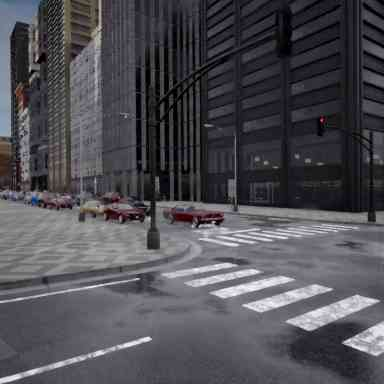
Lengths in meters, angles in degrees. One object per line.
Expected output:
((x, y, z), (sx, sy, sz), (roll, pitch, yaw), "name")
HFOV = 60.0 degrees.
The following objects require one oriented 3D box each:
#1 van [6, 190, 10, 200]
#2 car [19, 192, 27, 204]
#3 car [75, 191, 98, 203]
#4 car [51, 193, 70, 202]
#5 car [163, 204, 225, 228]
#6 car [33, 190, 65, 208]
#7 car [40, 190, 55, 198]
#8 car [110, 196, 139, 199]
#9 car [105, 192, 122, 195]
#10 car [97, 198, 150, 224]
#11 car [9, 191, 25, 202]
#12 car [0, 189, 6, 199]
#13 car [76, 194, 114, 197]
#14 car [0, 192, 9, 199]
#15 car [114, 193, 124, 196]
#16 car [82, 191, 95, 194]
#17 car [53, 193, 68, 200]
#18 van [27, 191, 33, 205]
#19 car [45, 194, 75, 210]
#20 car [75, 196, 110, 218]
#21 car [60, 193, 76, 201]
((-34.685, 0.748, 65.007), (1.690, 1.788, 3.998), (0, 1, -36), "van")
((-24.785, 1.126, 51.345), (2.008, 1.369, 4.403), (0, 1, -36), "car")
((-17.879, 0.794, 56.343), (2.192, 1.841, 5.009), (0, 1, -36), "car")
((-23.744, 0.936, 60.041), (2.128, 1.511, 4.902), (-1, 1, -36), "car")
((0.029, 1.479, 21.752), (1.895, 1.301, 4.718), (-1, 1, -35), "car")
((-18.183, 0.996, 42.234), (2.192, 1.841, 5.009), (0, 1, -36), "car")
((-34.380, 0.510, 79.114), (2.192, 1.841, 5.009), (0, 1, -36), "car")
((-5.247, 1.370, 29.079), (1.994, 1.385, 4.181), (-1, 1, -36), "car")
((-11.278, 0.899, 47.234), (2.192, 1.841, 5.009), (0, 1, -36), "car")
((-4.982, 1.416, 24.017), (1.887, 1.381, 4.507), (0, 1, -36), "car")
((-31.385, 0.904, 60.454), (1.967, 1.590, 4.097), (0, 1, -36), "car")
((-37.986, 0.665, 69.561), (2.192, 1.841, 5.009), (0, 1, -36), "car")
((-10.740, 1.275, 36.663), (2.033, 1.411, 5.357), (-1, 1, -36), "car")
((-44.587, 0.778, 78.672), (1.887, 1.381, 4.507), (0, 1, -36), "car")
((-7.979, 1.200, 42.682), (1.947, 1.339, 4.313), (0, 1, -36), "car")
((-15.909, 0.925, 49.248), (2.097, 1.767, 4.553), (-1, 1, -38), "car")
((-27.781, 0.855, 70.008), (1.887, 1.381, 4.507), (0, 1, -36), "car")
((-21.484, 0.970, 46.789), (1.690, 1.788, 3.998), (0, 1, -36), "van")
((-14.883, 1.276, 37.681), (1.887, 1.381, 4.507), (0, 1, -36), "car")
((-8.183, 1.353, 28.434), (1.752, 1.417, 4.829), (0, 1, -36), "car")
((-24.480, 0.949, 65.454), (1.802, 1.307, 4.206), (0, 1, -36), "car")
